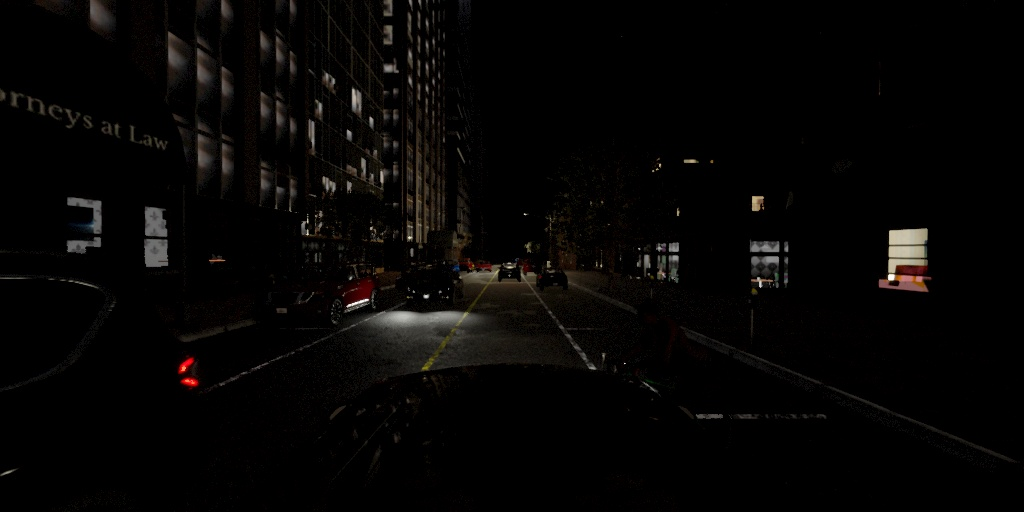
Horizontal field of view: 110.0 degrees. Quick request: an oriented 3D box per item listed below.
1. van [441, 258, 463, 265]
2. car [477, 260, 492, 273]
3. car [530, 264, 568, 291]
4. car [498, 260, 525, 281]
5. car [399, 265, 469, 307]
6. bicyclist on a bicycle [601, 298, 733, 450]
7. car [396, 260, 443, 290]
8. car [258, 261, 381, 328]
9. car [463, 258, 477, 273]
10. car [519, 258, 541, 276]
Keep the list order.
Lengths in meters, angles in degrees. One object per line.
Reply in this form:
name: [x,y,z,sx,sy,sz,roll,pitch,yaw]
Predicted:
van: [-6.042,1.191,34.515,1.690,1.789,3.998,0,0,-1]
car: [-3.576,1.426,46.407,1.812,1.442,4.674,0,0,-1]
car: [2.478,1.390,22.793,2.007,1.370,4.403,0,0,-1]
car: [-0.212,1.351,31.014,2.128,1.511,4.902,0,0,0]
car: [-3.237,1.300,15.861,1.837,1.490,4.892,0,-1,-1]
bicyclist on a bicycle: [1.418,1.253,3.515,1.656,1.620,0.582,5,0,-3]
car: [-5.926,1.248,22.718,1.967,1.591,4.097,0,0,-1]
car: [-5.895,1.083,11.649,2.192,1.841,5.009,0,0,-1]
car: [-6.163,1.203,45.584,2.192,1.841,5.009,0,0,-1]
car: [2.278,1.215,40.131,2.192,1.841,5.009,0,0,-1]
